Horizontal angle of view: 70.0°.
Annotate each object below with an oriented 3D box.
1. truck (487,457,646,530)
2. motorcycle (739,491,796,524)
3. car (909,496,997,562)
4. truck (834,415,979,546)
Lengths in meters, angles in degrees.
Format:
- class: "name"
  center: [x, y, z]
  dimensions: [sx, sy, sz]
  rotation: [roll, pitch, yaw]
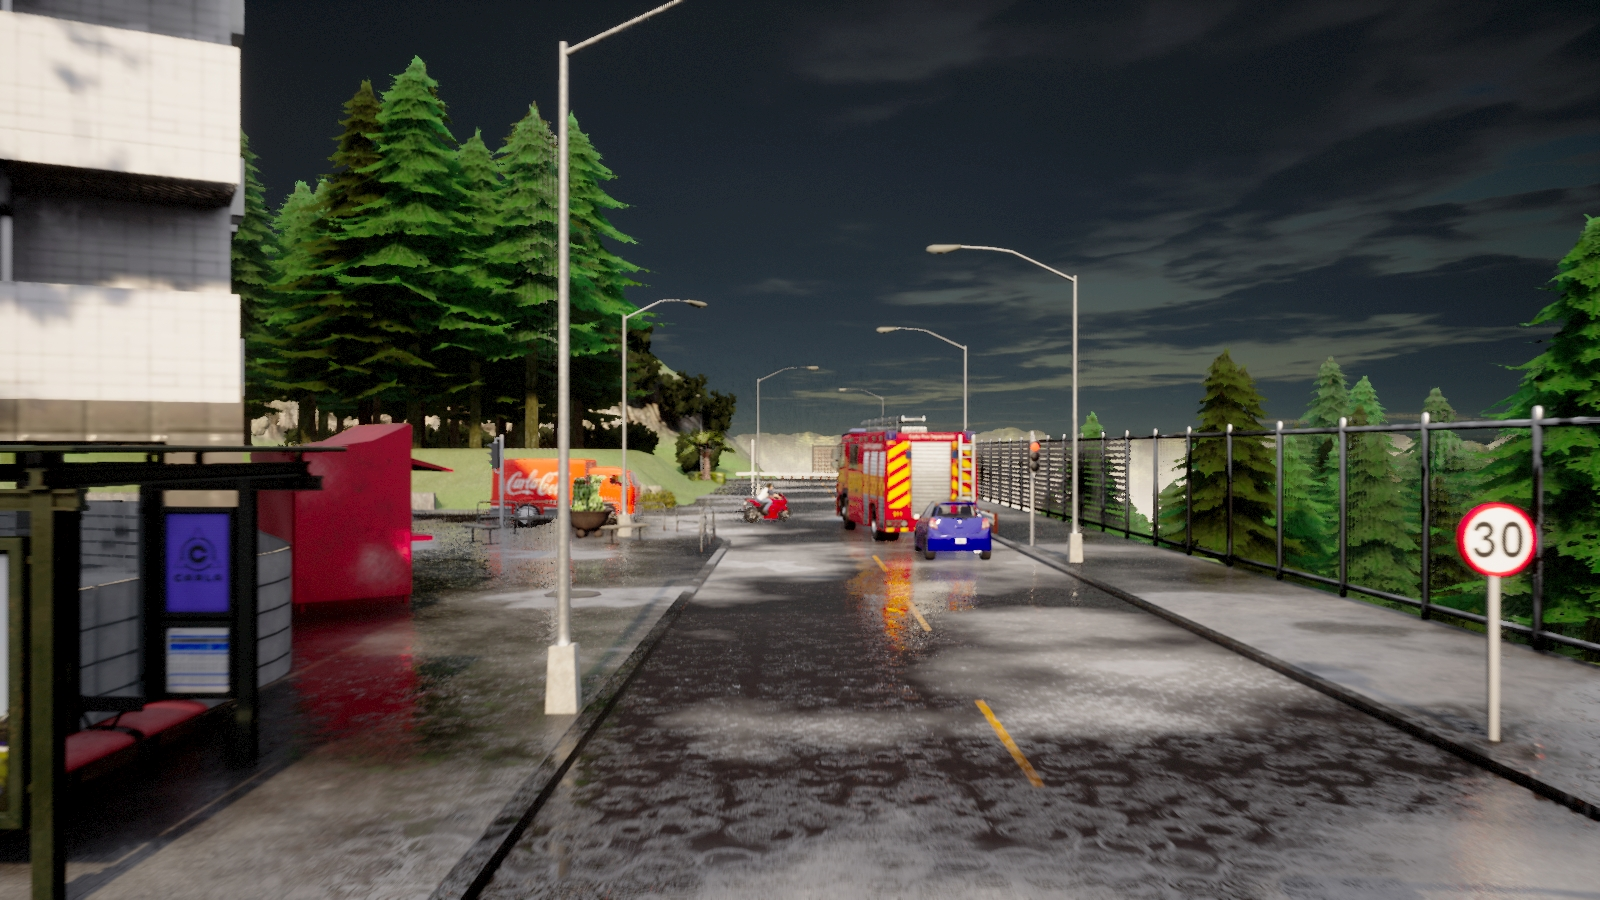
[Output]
- class: "truck"
  center: [-8.457, 1.554, 41.768]
  dimensions: [5.204, 2.467, 2.627]
  rotation: [1, 0, 1]
- class: "motorcycle"
  center: [-1.233, 2.186, 43.764]
  dimensions: [2.033, 1.199, 0.803]
  rotation: [0, -1, -27]
- class: "car"
  center: [3.997, 2.038, 30.308]
  dimensions: [1.845, 1.501, 3.633]
  rotation: [0, 0, 0]
- class: "truck"
  center: [3.265, 0.890, 37.816]
  dimensions: [2.891, 3.827, 8.468]
  rotation: [0, 0, -8]
